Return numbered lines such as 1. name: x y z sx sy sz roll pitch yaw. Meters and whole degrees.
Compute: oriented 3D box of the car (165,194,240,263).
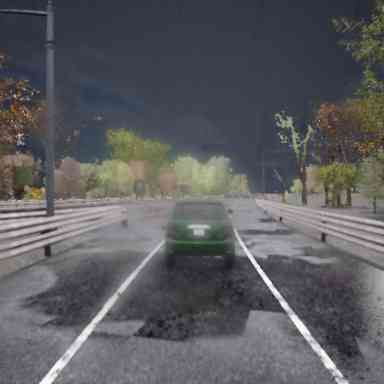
1. car: 0.359 1.226 12.103 2.150 2.045 5.566 0 0 3
